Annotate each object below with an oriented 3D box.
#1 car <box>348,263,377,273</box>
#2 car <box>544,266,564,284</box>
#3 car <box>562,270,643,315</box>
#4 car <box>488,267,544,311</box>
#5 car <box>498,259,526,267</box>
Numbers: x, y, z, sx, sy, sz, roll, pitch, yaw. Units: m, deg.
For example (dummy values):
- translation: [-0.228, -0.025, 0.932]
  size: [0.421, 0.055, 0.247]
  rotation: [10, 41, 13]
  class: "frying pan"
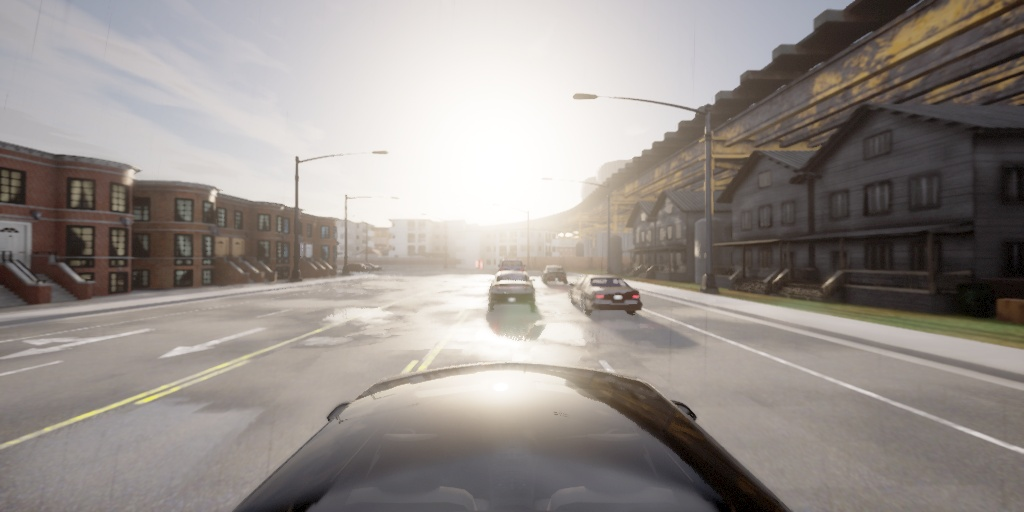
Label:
- translation: [-24.465, 1.875, 57.184]
  size: [4.674, 1.442, 1.812]
  rotation: [0, -1, 22]
  class: "car"
- translation: [3.501, 1.567, 30.339]
  size: [1.837, 1.490, 4.892]
  rotation: [0, 0, 0]
  class: "car"
- translation: [3.504, 1.434, 14.343]
  size: [2.033, 1.411, 5.357]
  rotation: [0, -1, 0]
  class: "car"
- translation: [0.013, 1.390, 15.338]
  size: [2.128, 1.511, 4.902]
  rotation: [0, 0, 0]
  class: "car"
- translation: [-0.002, 1.275, 29.439]
  size: [2.150, 2.045, 5.566]
  rotation: [0, 0, 0]
  class: "car"
